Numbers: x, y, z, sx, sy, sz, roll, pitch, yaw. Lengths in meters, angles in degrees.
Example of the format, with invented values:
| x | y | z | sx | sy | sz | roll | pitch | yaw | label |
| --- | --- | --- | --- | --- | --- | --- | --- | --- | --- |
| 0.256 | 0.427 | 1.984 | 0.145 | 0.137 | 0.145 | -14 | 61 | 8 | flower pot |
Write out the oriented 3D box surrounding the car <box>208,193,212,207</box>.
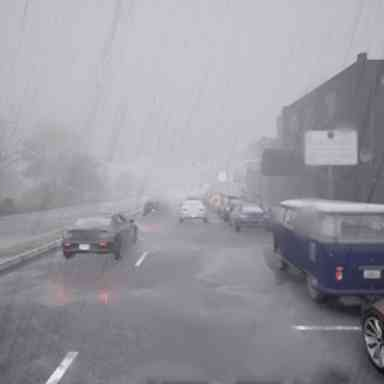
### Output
| x | y | z | sx | sy | sz | roll | pitch | yaw | label |
| --- | --- | --- | --- | --- | --- | --- | --- | --- | --- |
| 3.218 | 1.198 | 35.747 | 2.231 | 1.521 | 4.892 | 0 | 0 | 0 | car |

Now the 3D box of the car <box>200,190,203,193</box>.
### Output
| x | y | z | sx | sy | sz | roll | pitch | yaw | label |
| --- | --- | --- | --- | --- | --- | --- | --- | --- | --- |
| 3.214 | 0.853 | 63.346 | 2.185 | 1.767 | 4.553 | 0 | 0 | 0 | car |

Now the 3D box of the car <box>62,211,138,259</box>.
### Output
| x | y | z | sx | sy | sz | roll | pitch | yaw | label |
| --- | --- | --- | --- | --- | --- | --- | --- | --- | --- |
| -3.163 | 1.429 | 12.061 | 1.812 | 1.442 | 4.674 | 0 | 0 | 0 | car |

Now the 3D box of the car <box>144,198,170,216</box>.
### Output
| x | y | z | sx | sy | sz | roll | pitch | yaw | label |
| --- | --- | --- | --- | --- | --- | --- | --- | --- | --- |
| -3.156 | 1.268 | 29.700 | 1.837 | 1.490 | 4.892 | 0 | 0 | 0 | car |

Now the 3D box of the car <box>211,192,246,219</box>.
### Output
| x | y | z | sx | sy | sz | roll | pitch | yaw | label |
| --- | --- | --- | --- | --- | --- | --- | --- | --- | --- |
| 3.219 | 1.115 | 30.196 | 2.185 | 1.767 | 4.553 | 0 | 0 | 0 | car |

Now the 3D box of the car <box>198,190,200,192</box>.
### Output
| x | y | z | sx | sy | sz | roll | pitch | yaw | label |
| --- | --- | --- | --- | --- | --- | --- | --- | --- | --- |
| 3.211 | 0.849 | 79.821 | 2.231 | 1.521 | 4.892 | 0 | 0 | 0 | car |

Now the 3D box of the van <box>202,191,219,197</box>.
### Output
| x | y | z | sx | sy | sz | roll | pitch | yaw | label |
| --- | --- | --- | --- | --- | --- | --- | --- | --- | --- |
| 3.215 | 0.795 | 57.967 | 1.878 | 1.987 | 4.442 | 0 | 0 | 0 | van |

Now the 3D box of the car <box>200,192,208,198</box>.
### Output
| x | y | z | sx | sy | sz | roll | pitch | yaw | label |
| --- | --- | --- | --- | --- | --- | --- | --- | --- | --- |
| 3.208 | 0.756 | 91.062 | 1.946 | 1.575 | 5.366 | 0 | 0 | 0 | car |

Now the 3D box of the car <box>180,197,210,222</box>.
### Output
| x | y | z | sx | sy | sz | roll | pitch | yaw | label |
| --- | --- | --- | --- | --- | --- | --- | --- | --- | --- |
| 0.095 | 1.333 | 24.271 | 1.812 | 1.442 | 4.674 | 0 | 0 | 0 | car |

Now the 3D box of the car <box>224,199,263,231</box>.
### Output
| x | y | z | sx | sy | sz | roll | pitch | yaw | label |
| --- | --- | --- | --- | --- | --- | --- | --- | --- | --- |
| 3.221 | 1.369 | 19.050 | 2.002 | 1.452 | 4.674 | 0 | 0 | 0 | car |

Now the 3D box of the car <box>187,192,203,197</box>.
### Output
| x | y | z | sx | sy | sz | roll | pitch | yaw | label |
| --- | --- | --- | --- | --- | --- | --- | --- | --- | --- |
| 0.089 | 1.170 | 42.416 | 1.837 | 1.490 | 4.892 | 0 | 1 | 0 | car |

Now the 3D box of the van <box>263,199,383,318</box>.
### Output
| x | y | z | sx | sy | sz | roll | pitch | yaw | label |
| --- | --- | --- | --- | --- | --- | --- | --- | --- | --- |
| 3.222 | 1.189 | 8.117 | 1.878 | 1.987 | 4.442 | 0 | 0 | 0 | van |
